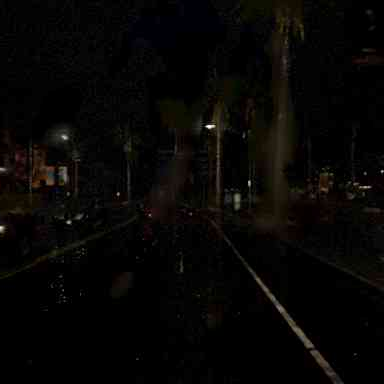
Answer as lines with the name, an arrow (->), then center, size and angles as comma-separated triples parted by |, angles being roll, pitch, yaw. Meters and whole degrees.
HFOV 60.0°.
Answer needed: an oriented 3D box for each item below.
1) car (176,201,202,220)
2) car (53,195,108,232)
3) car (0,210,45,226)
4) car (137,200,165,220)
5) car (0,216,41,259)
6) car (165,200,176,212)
car -> -0.305, 1.806, 31.769 | 1.812, 1.442, 4.674 | 0, 0, -5
car -> -7.132, 1.416, 21.969 | 2.150, 2.045, 5.566 | 0, -1, 0
car -> -10.624, 1.776, 19.796 | 1.895, 1.301, 4.718 | 0, -1, 0
car -> -3.730, 1.775, 30.774 | 1.837, 1.490, 4.892 | 0, -1, -4
car -> -7.103, 1.699, 11.002 | 1.895, 1.301, 4.718 | 0, 0, 0
car -> -2.768, 1.878, 45.529 | 1.882, 1.535, 5.008 | 0, -1, -15
